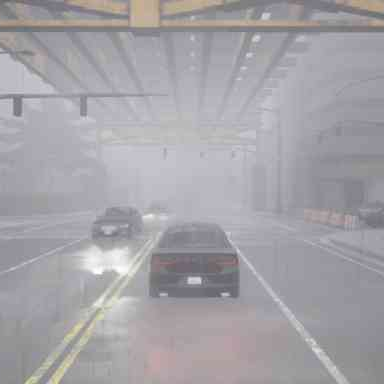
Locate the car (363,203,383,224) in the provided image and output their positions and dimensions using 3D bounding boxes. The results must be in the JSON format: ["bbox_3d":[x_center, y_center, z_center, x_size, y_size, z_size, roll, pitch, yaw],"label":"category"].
[{"bbox_3d":[13.265,1.295,20.912,4.536,1.218,1.853,0,0,-20],"label":"car"}]

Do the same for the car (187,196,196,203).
[{"bbox_3d":[-0.047,1.492,66.397,2.128,1.511,4.902,0,0,0],"label":"car"}]

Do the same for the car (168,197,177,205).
[{"bbox_3d":[-3.652,1.548,60.016,2.033,1.411,5.357,0,0,0],"label":"car"}]

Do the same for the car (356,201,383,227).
[{"bbox_3d":[13.217,1.453,20.894,4.974,1.542,2.038,0,0,-20],"label":"car"}]

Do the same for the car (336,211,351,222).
[{"bbox_3d":[13.534,1.453,25.053,4.974,1.542,2.038,0,0,25],"label":"car"}]

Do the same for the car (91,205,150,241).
[{"bbox_3d":[-3.637,1.491,16.890,2.128,1.511,4.902,0,0,0],"label":"car"}]

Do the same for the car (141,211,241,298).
[{"bbox_3d":[0.054,1.478,8.590,1.882,1.535,5.008,0,0,0],"label":"car"}]

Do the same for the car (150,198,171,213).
[{"bbox_3d":[-3.680,1.601,36.870,1.895,1.301,4.718,0,0,0],"label":"car"}]

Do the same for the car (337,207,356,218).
[{"bbox_3d":[13.581,1.295,25.032,4.536,1.218,1.853,0,0,25],"label":"car"}]
